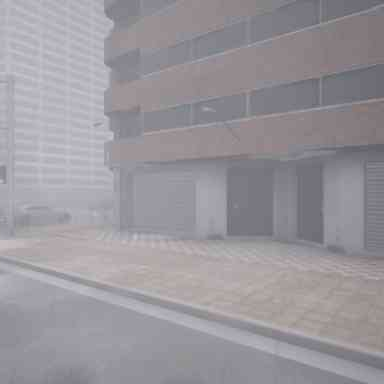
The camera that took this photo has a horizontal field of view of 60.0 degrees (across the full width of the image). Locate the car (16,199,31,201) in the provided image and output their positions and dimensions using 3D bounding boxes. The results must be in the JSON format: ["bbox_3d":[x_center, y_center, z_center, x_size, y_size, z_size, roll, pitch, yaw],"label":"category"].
[{"bbox_3d":[-16.726,1.505,32.660,1.837,1.490,4.892,0,0,37],"label":"car"}]

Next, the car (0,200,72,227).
[{"bbox_3d":[-10.630,1.525,22.995,1.812,1.442,4.674,0,0,37],"label":"car"}]

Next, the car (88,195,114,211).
[{"bbox_3d":[-10.478,1.505,40.915,1.837,1.490,4.892,0,0,37],"label":"car"}]
